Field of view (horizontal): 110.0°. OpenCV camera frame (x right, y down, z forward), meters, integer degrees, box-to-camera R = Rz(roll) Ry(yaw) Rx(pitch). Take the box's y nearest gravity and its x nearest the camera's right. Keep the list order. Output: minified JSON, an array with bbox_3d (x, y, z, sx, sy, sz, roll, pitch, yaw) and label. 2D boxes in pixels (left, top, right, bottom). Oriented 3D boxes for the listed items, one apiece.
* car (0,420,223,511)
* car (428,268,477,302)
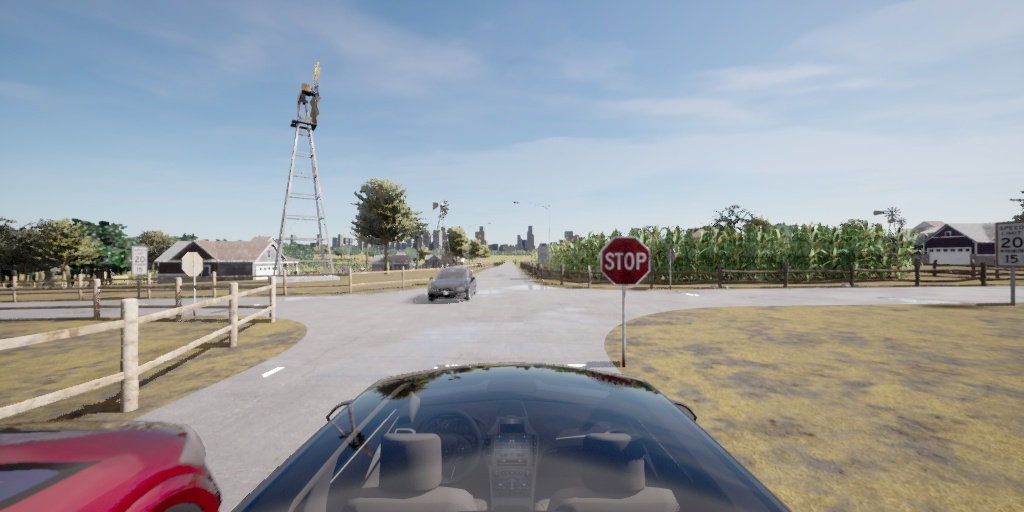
[{"bbox_3d":[-2.755,1.316,0.436,1.994,1.385,4.181,0,0,0],"label":"car"},{"bbox_3d":[-2.815,1.345,17.643,1.837,1.490,4.892,-1,0,0],"label":"car"}]
